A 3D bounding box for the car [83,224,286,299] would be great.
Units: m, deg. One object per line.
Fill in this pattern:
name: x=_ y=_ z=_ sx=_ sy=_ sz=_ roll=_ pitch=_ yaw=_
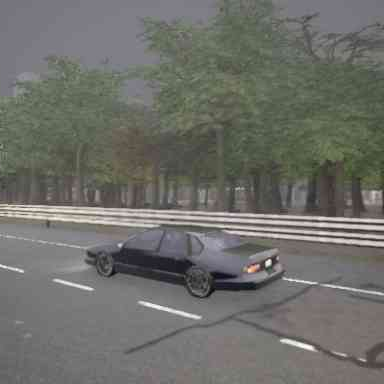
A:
car: x=-0.435 y=1.549 z=8.478 sx=5.357 sy=1.411 sz=2.033 roll=0 pitch=0 yaw=36
